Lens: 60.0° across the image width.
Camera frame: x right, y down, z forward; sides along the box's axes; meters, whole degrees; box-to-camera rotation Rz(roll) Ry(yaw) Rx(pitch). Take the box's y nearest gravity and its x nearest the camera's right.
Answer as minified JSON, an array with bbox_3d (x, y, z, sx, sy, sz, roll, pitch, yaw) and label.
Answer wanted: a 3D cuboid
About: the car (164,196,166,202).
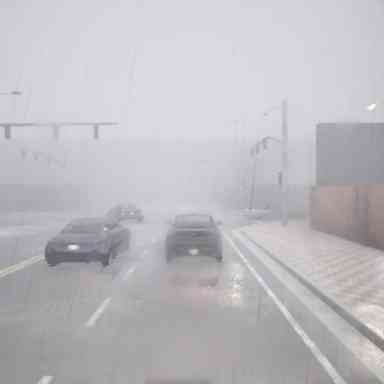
[{"bbox_3d":[-6.998,1.655,76.904,1.895,1.301,4.718,0,0,0],"label":"car"}]

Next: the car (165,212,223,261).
[{"bbox_3d":[0.073,1.516,12.327,1.837,1.490,4.892,0,0,0],"label":"car"}]

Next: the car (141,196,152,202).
[{"bbox_3d":[-10.498,1.612,76.920,1.994,1.385,4.181,0,0,0],"label":"car"}]

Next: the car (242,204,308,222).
[{"bbox_3d":[6.360,1.568,25.302,4.718,1.301,1.895,0,0,-15],"label":"car"}]

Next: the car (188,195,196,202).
[{"bbox_3d":[0.002,1.535,78.472,1.882,1.535,5.008,0,0,0],"label":"car"}]

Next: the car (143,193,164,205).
[{"bbox_3d":[-7.033,1.269,61.394,2.150,2.045,5.566,0,0,1],"label":"car"}]

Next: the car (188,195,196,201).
[{"bbox_3d":[0.002,1.568,88.829,1.837,1.490,4.892,0,0,0],"label":"car"}]

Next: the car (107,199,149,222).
[{"bbox_3d":[-5.214,1.542,25.454,2.033,1.411,5.357,0,0,-25],"label":"car"}]

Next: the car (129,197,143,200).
[{"bbox_3d":[-10.532,1.611,61.397,1.994,1.385,4.181,0,0,1],"label":"car"}]

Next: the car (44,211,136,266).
[{"bbox_3d":[-3.430,1.573,11.669,1.994,1.385,4.181,0,0,0],"label":"car"}]

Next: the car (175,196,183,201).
[{"bbox_3d":[-3.498,1.663,88.859,1.895,1.301,4.718,0,0,0],"label":"car"}]

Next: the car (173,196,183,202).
[{"bbox_3d":[-3.498,1.610,78.836,1.994,1.385,4.181,0,0,0],"label":"car"}]
